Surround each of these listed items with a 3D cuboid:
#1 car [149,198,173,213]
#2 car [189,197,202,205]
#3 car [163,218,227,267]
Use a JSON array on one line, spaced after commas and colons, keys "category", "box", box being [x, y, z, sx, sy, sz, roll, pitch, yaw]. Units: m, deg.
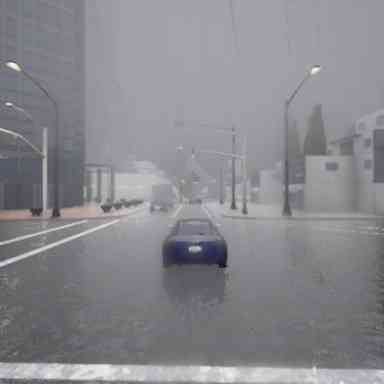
[{"category": "car", "box": [-3.616, 1.563, 37.346, 2.128, 1.511, 4.902, 0, 0, 0]}, {"category": "car", "box": [0.683, 1.615, 63.291, 2.128, 1.511, 4.902, 0, 0, 12]}, {"category": "car", "box": [0.087, 1.597, 11.505, 1.994, 1.385, 4.181, 0, 0, 0]}]
